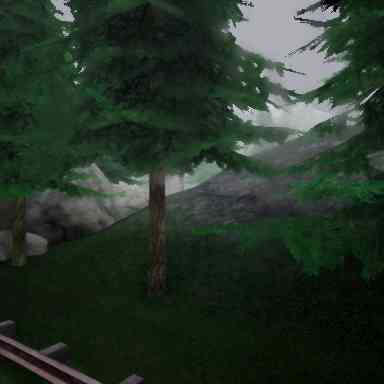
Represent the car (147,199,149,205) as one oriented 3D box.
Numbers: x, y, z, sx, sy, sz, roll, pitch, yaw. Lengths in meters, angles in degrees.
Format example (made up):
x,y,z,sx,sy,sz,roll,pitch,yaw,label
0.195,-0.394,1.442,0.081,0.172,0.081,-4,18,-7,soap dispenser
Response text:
x,y,z,sx,sy,sz,roll,pitch,yaw,label
-6.135,1.510,38.549,1.812,1.442,4.674,0,0,37,car
